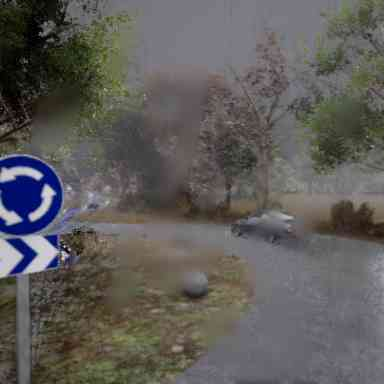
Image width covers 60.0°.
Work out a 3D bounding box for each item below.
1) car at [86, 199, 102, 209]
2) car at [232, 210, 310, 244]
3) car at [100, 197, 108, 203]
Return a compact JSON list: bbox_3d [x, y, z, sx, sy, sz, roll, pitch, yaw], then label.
[{"bbox_3d":[-18.834,2.525,63.295,1.895,1.301,4.718,-2,0,-8],"label":"car"},{"bbox_3d":[3.788,1.636,16.661,1.812,1.442,4.674,0,-1,-24],"label":"car"},{"bbox_3d":[-24.369,2.123,91.995,2.128,1.511,4.902,-1,2,-15],"label":"car"}]
